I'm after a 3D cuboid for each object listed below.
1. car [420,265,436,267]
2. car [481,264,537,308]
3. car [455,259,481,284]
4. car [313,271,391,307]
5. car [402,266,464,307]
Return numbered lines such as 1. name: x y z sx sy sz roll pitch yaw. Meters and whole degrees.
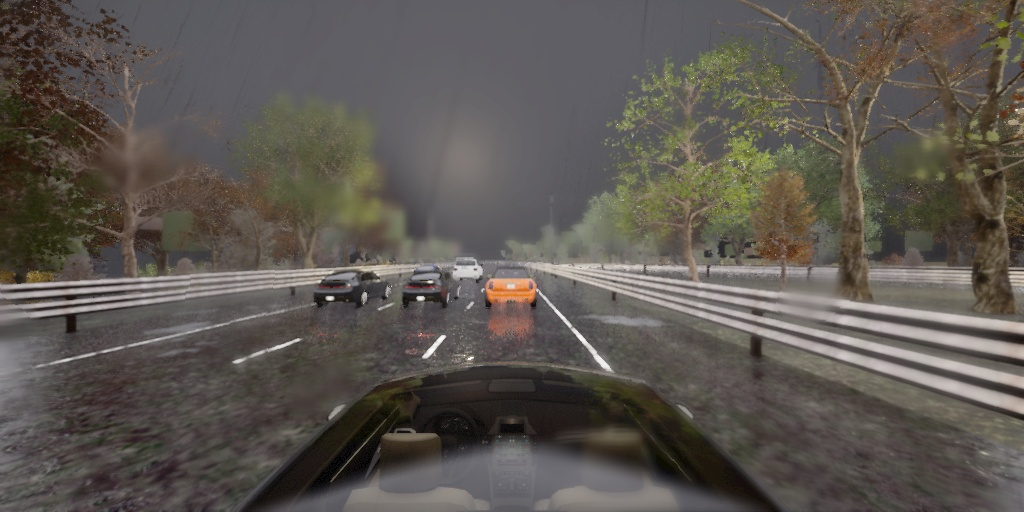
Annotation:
1. car: -7.256 1.518 31.463 1.882 1.535 5.008 0 0 -1
2. car: -0.050 1.237 16.116 2.097 1.767 4.553 0 -1 0
3. car: -3.753 1.253 31.083 2.150 2.045 5.566 0 0 -1
4. car: -7.050 1.397 16.285 1.837 1.490 4.892 0 0 0
5. car: -3.550 1.396 16.293 1.837 1.490 4.892 0 0 0
